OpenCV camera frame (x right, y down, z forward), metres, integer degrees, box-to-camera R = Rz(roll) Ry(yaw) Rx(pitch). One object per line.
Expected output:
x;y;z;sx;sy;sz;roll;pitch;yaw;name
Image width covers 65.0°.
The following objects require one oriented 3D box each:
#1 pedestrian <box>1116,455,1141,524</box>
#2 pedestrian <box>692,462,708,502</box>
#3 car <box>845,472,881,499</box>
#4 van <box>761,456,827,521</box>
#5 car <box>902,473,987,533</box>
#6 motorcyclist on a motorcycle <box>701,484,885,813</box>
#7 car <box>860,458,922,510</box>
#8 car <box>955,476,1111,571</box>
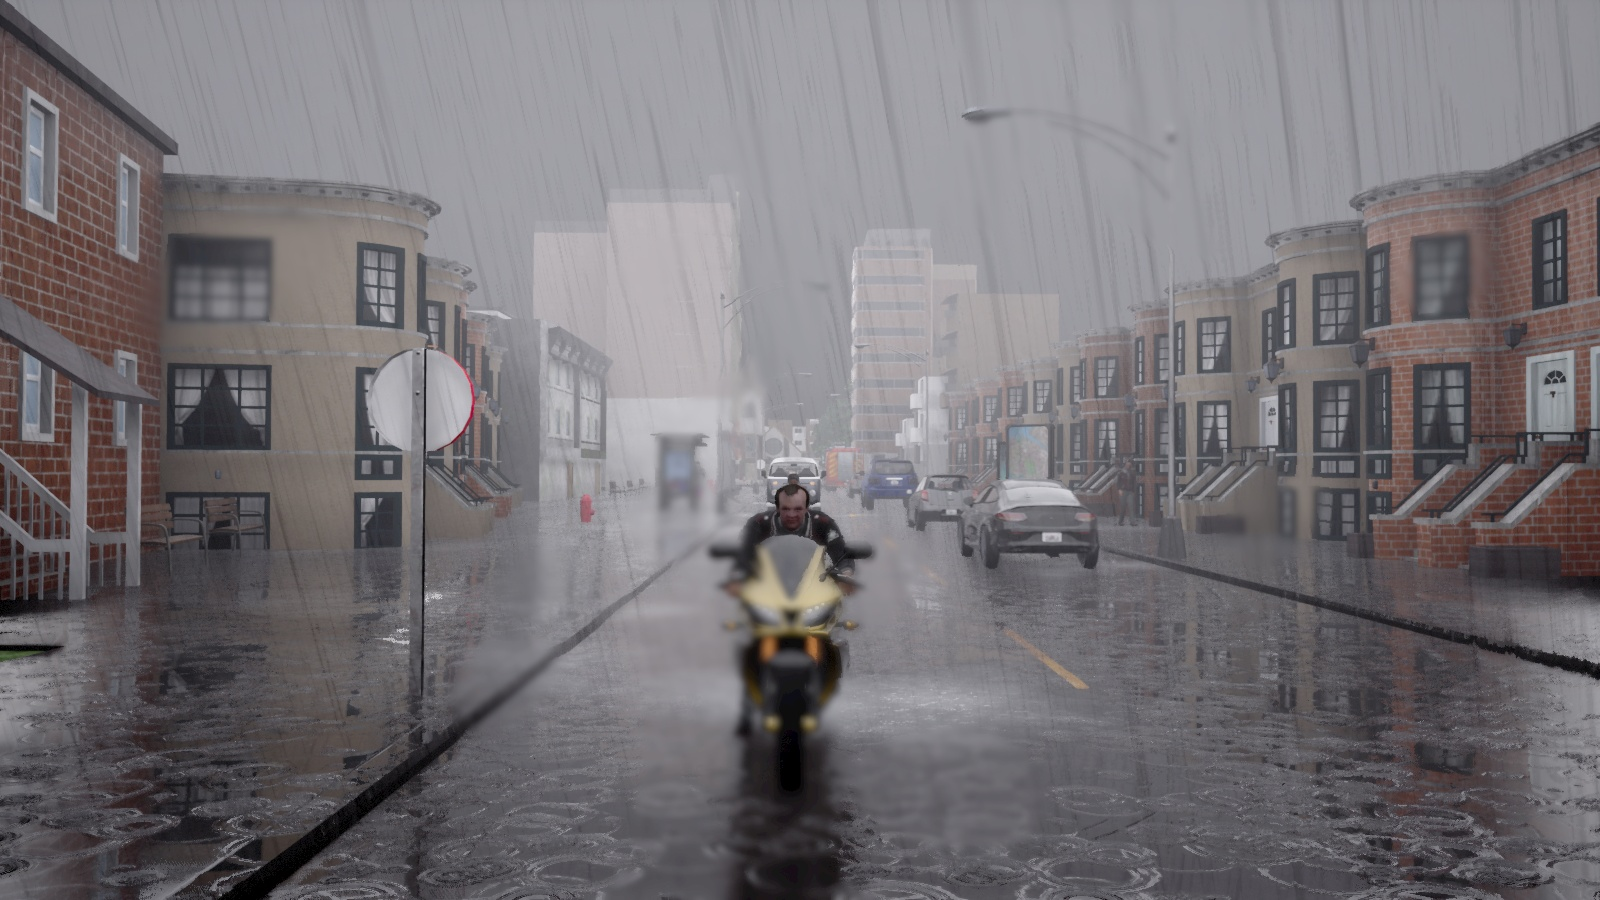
8.854;1.056;33.832;0.376;1.854;0.720;0;-1;-10;pedestrian
-4.864;1.568;61.178;0.659;1.952;0.873;0;-1;6;pedestrian
3.658;2.043;73.381;1.845;1.501;3.633;0;-1;0;car
-0.195;1.234;41.500;2.069;2.038;4.480;0;-1;0;van
3.841;1.380;33.837;1.845;1.501;3.633;0;-1;0;car
-0.038;0.968;7.051;0.866;1.530;2.191;0;-1;0;motorcyclist on a motorcycle
3.755;1.402;52.722;2.150;2.045;5.566;0;-1;0;car
3.896;1.190;21.802;1.812;1.442;4.674;0;-1;0;car
